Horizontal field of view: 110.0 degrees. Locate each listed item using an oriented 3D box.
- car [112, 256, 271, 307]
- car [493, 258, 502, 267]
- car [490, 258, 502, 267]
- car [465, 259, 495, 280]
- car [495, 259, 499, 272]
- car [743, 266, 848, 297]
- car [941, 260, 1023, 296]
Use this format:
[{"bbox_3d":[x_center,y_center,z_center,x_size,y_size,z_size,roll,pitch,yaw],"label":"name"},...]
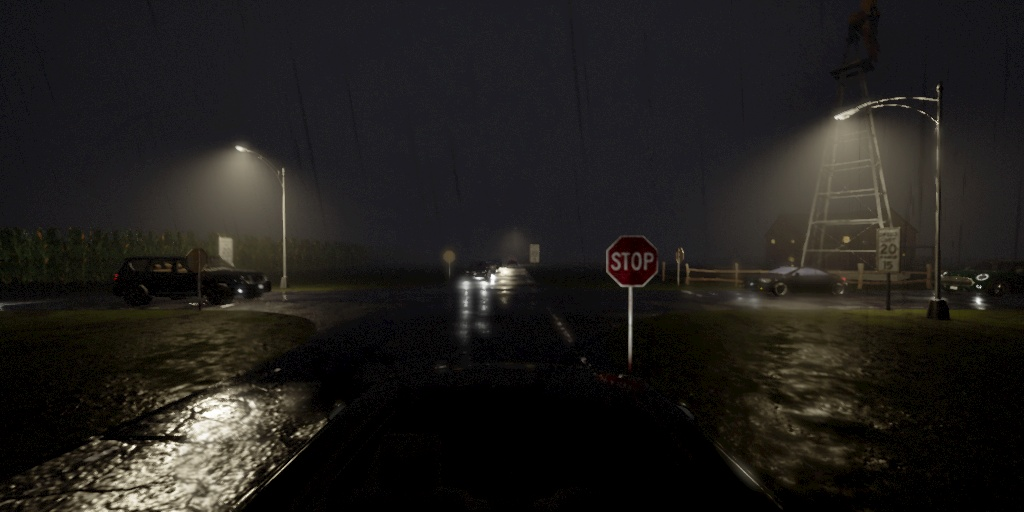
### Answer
[{"bbox_3d":[-13.754,1.013,15.595,5.566,2.045,2.150,0,1,-2],"label":"car"},{"bbox_3d":[-2.765,1.209,51.146,2.033,1.411,5.357,0,0,0],"label":"car"},{"bbox_3d":[-2.712,1.110,63.022,1.882,1.535,5.008,0,0,1],"label":"car"},{"bbox_3d":[-2.856,1.209,31.052,1.837,1.490,4.892,0,0,2],"label":"car"},{"bbox_3d":[-2.794,1.285,40.833,1.895,1.301,4.718,0,0,0],"label":"car"},{"bbox_3d":[13.994,1.219,17.859,4.181,1.385,1.994,0,1,3],"label":"car"},{"bbox_3d":[23.973,0.974,17.546,4.553,1.767,2.097,0,1,2],"label":"car"}]
